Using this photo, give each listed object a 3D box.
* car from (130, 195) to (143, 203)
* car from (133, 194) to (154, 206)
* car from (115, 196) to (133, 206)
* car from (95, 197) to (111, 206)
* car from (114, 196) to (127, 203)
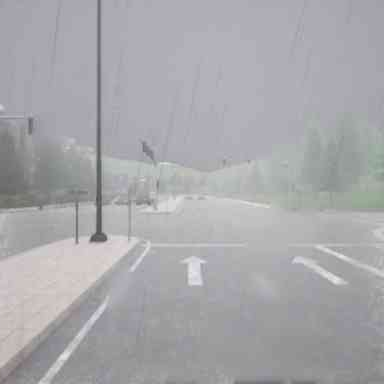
[{"bbox_3d":[-11.929,1.488,72.131,2.097,1.767,4.553,0,0,-1],"label":"car"},{"bbox_3d":[-8.247,1.327,57.467,2.150,2.045,5.566,0,0,0],"label":"car"},{"bbox_3d":[-11.743,1.457,57.177,2.097,1.767,4.553,0,0,0],"label":"car"},{"bbox_3d":[-15.241,1.597,57.203,2.128,1.511,4.902,0,0,0],"label":"car"},{"bbox_3d":[-15.432,1.611,72.296,1.882,1.535,5.008,0,0,-1],"label":"car"}]
